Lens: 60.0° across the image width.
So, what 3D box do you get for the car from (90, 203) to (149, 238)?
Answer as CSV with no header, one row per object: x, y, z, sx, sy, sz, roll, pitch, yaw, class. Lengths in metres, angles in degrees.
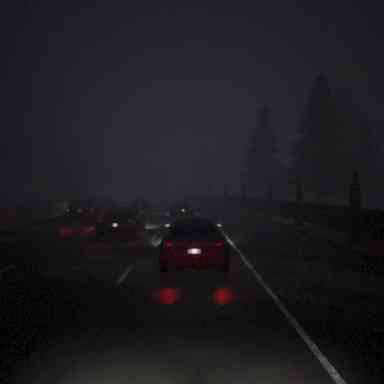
-3.578,1.473,17.254,1.994,1.385,4.181,0,0,-2,car

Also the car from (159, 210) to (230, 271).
0.050,1.504,10.659,1.994,1.385,4.181,0,0,0,car

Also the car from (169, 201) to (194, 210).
-0.934,1.408,28.373,1.994,1.385,4.181,0,0,-6,car

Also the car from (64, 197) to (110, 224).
-7.490,1.229,23.844,2.097,1.767,4.553,0,0,-4,car

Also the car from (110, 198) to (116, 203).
-9.587,1.330,37.422,1.812,1.442,4.674,0,1,-12,car

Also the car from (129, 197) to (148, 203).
-5.815,1.283,36.511,1.882,1.535,5.008,0,0,-11,car
